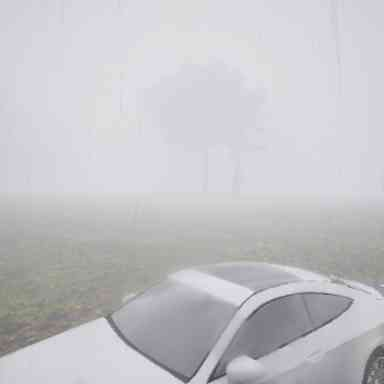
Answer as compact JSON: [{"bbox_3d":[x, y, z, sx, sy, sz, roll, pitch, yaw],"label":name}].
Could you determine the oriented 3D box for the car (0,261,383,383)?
[{"bbox_3d":[0.290,1.523,3.276,4.674,1.442,1.812,0,0,-35],"label":"car"}]
